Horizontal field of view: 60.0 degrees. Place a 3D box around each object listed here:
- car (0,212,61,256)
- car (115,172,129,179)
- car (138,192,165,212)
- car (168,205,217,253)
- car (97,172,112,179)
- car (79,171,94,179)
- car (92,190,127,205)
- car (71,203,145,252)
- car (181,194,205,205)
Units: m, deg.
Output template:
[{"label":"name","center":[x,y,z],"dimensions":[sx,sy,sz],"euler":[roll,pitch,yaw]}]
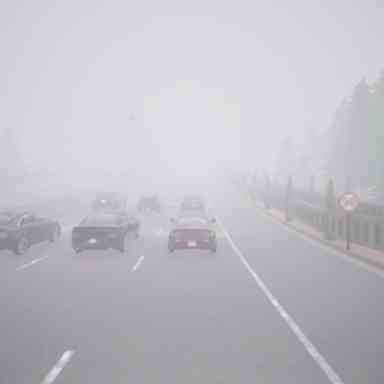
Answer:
[{"label":"car","center":[-6.975,1.534,13.396],"dimensions":[2.128,1.511,4.902],"euler":[0,1,1]},{"label":"car","center":[-13.735,-3.275,65.626],"dimensions":[1.895,1.301,4.718],"euler":[0,7,0]},{"label":"car","center":[-3.416,0.775,28.159],"dimensions":[1.837,1.490,4.892],"euler":[0,5,1]},{"label":"car","center":[0.030,1.553,13.791],"dimensions":[1.812,1.442,4.674],"euler":[0,2,1]},{"label":"car","center":[-17.233,-3.272,65.640],"dimensions":[1.895,1.301,4.718],"euler":[0,7,0]},{"label":"car","center":[-20.731,-3.341,65.662],"dimensions":[2.128,1.511,4.902],"euler":[0,7,0]},{"label":"car","center":[-6.914,0.620,28.191],"dimensions":[2.097,1.767,4.553],"euler":[0,5,1]},{"label":"car","center":[-3.465,1.499,14.154],"dimensions":[1.882,1.535,5.008],"euler":[0,2,1]},{"label":"car","center":[0.085,0.830,28.132],"dimensions":[1.994,1.385,4.181],"euler":[0,5,1]}]
